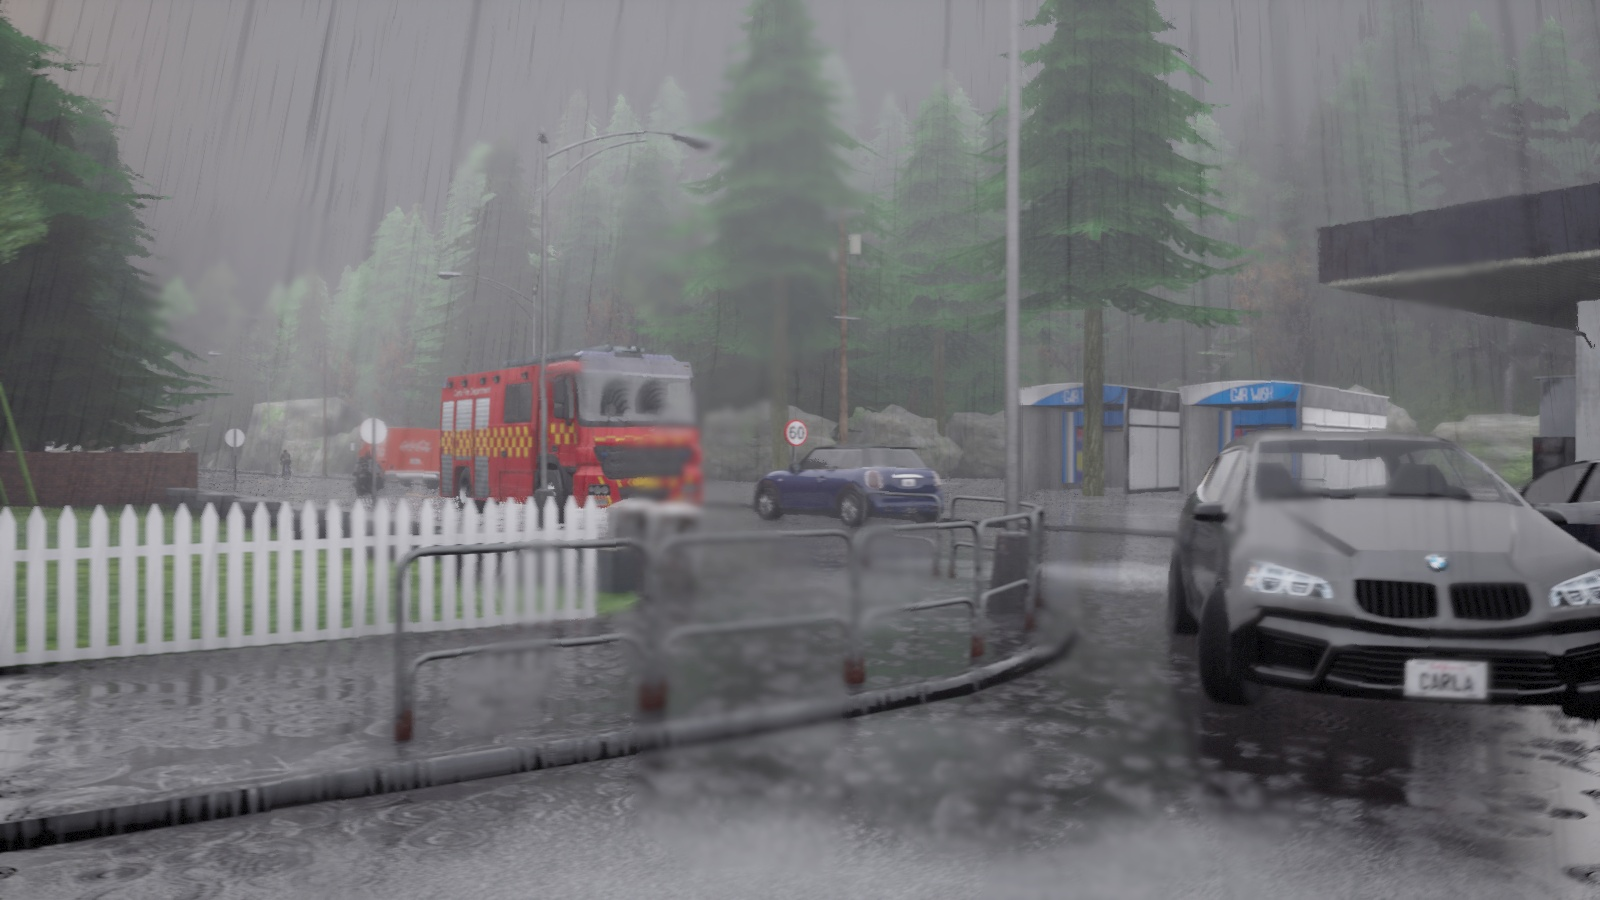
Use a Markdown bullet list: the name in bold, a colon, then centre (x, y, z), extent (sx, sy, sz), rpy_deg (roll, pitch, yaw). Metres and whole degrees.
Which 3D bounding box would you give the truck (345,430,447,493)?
- **truck**: centre (-16.779, 0.430, 51.936), extent (2.627, 2.467, 5.204), rpy_deg (0, 0, -35)

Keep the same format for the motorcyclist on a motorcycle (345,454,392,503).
- **motorcyclist on a motorcycle**: centre (-14.127, 0.915, 41.089), extent (0.866, 1.530, 2.191), rpy_deg (0, 0, -35)

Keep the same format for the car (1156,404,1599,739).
- **car**: centre (3.754, 0.604, 8.646), extent (2.242, 1.667, 4.611), rpy_deg (0, 0, 13)

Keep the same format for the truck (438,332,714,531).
- **truck**: centre (-5.374, -0.336, 28.463), extent (2.891, 3.827, 8.468), rpy_deg (0, 0, -35)

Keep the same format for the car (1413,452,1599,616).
- **car**: centre (8.345, 0.760, 12.572), extent (2.163, 1.488, 4.792), rpy_deg (0, 0, 1)

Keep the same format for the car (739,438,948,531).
- **car**: centre (0.815, 0.669, 26.563), extent (2.097, 1.767, 4.553), rpy_deg (0, 0, -35)
